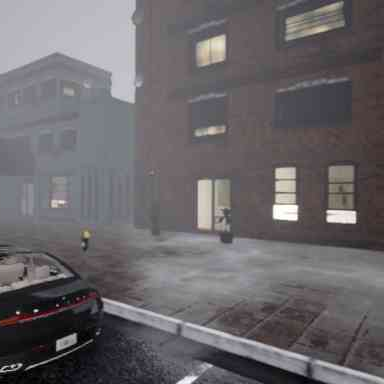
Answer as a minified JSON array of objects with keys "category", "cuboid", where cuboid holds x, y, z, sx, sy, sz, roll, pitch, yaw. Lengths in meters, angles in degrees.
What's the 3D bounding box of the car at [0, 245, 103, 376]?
[{"category":"car","cuboid":[-3.257,1.524,5.194,4.403,1.369,2.008,0,0,35]}]
